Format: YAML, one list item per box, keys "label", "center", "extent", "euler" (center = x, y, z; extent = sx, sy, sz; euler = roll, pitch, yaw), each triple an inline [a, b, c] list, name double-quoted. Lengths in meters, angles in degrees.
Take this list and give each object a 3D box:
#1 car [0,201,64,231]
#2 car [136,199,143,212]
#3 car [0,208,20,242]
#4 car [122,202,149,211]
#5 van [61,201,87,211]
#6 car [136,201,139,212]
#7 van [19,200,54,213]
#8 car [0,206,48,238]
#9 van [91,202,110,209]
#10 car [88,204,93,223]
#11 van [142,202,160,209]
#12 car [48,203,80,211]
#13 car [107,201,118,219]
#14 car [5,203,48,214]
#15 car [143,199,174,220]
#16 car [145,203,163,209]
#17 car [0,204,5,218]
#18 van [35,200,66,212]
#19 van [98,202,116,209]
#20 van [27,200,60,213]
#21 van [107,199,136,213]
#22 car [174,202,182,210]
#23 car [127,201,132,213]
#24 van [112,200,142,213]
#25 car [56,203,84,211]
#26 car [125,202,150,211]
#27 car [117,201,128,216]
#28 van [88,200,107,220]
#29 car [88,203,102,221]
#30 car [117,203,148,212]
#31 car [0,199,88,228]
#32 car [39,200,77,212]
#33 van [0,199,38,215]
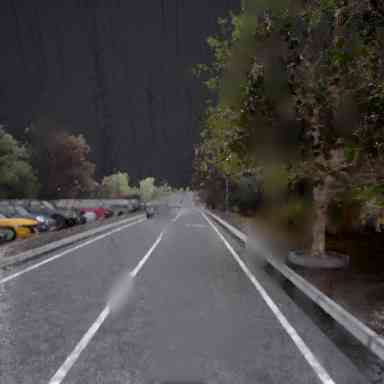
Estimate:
- label: "car"
  center: [-10.397, 1.546, 19.515]
  extent: [4.553, 1.767, 2.185]
  euler: [0, -1, 0]
- label: "car"
  center: [-10.435, 2.109, 50.028]
  extent: [5.566, 2.045, 2.435]
  euler: [0, -2, 0]
- label: "car"
  center: [-10.364, 1.572, 13.965]
  extent: [4.892, 1.521, 2.231]
  euler: [0, -1, 0]
- label: "car"
  center: [-10.390, 2.659, 61.120]
  extent: [4.553, 1.767, 2.185]
  euler: [0, -2, 0]
- label: "van"
  center: [-23.626, 2.772, 66.644]
  extent: [4.442, 1.987, 1.878]
  euler: [0, -2, 0]
- label: "car"
  center: [-10.432, 2.314, 47.269]
  extent: [4.792, 1.488, 2.163]
  euler: [0, -2, 0]
- label: "van"
  center: [-23.370, 2.136, 50.027]
  extent: [4.442, 1.987, 1.878]
  euler: [0, -2, 0]
- label: "car"
  center: [-10.368, 1.617, 16.737]
  extent: [5.008, 1.535, 2.097]
  euler: [0, -1, 0]
- label: "van"
  center: [-23.652, 3.518, 86.146]
  extent: [4.442, 1.987, 1.878]
  euler: [0, -2, 0]
- label: "car"
  center: [-10.403, 1.821, 25.059]
  extent: [4.792, 1.488, 2.163]
  euler: [0, -1, 0]
- label: "van"
  center: [-10.572, 3.515, 86.091]
  extent: [4.442, 1.987, 1.878]
  euler: [0, -2, 0]
- label: "car"
  center: [-23.496, 2.790, 61.224]
  extent: [5.008, 1.535, 2.097]
  euler: [0, -2, 0]
- label: "car"
  center: [-10.390, 1.976, 33.386]
  extent: [5.008, 1.535, 2.097]
  euler: [0, -1, 0]
- label: "car"
  center: [-23.488, 2.288, 47.402]
  extent: [5.008, 1.535, 2.097]
  euler: [0, -1, 0]
- label: "car"
  center: [-3.408, 1.741, 34.679]
  extent: [2.150, 2.045, 5.566]
  euler: [0, -1, 0]
- label: "car"
  center: [-10.494, 3.830, 91.633]
  extent: [4.553, 1.767, 2.185]
  euler: [0, -2, 0]
- label: "car"
  center: [-23.462, 2.043, 36.325]
  extent: [4.892, 1.521, 2.231]
  euler: [0, -1, 0]
- label: "van"
  center: [-23.611, 2.348, 55.571]
  extent: [4.442, 1.987, 1.878]
  euler: [0, -2, 0]
- label: "van"
  center: [-23.434, 3.733, 91.698]
  extent: [4.442, 1.987, 1.878]
  euler: [0, -2, 0]
- label: "van"
  center: [-23.607, 2.247, 52.928]
  extent: [4.442, 1.987, 1.878]
  euler: [0, -2, 0]
- label: "van"
  center: [-10.283, 1.997, 44.493]
  extent: [4.442, 1.987, 1.878]
  euler: [0, -1, 0]
- label: "car"
  center: [-3.421, 3.094, 75.239]
  extent: [2.097, 1.767, 4.553]
  euler: [0, -2, 0]
- label: "car"
  center: [-10.398, 2.201, 41.711]
  extent: [4.674, 1.452, 2.002]
  euler: [0, -1, 0]
- label: "van"
  center: [-10.294, 2.241, 52.802]
  extent: [4.442, 1.987, 1.878]
  euler: [0, -2, 0]
- label: "car"
  center: [-23.503, 2.936, 63.991]
  extent: [4.674, 1.452, 2.002]
  euler: [0, -2, 0]
- label: "car"
  center: [-10.394, 2.765, 63.894]
  extent: [4.553, 1.767, 2.185]
  euler: [0, -2, 0]
- label: "car"
  center: [-10.362, 2.129, 38.935]
  extent: [4.792, 1.488, 2.163]
  euler: [0, -1, 0]
- label: "van"
  center: [-10.497, 1.689, 30.615]
  extent: [4.442, 1.987, 1.878]
  euler: [0, -1, 0]
- label: "car"
  center: [-10.379, 1.893, 27.834]
  extent: [4.674, 1.452, 2.002]
  euler: [0, -1, 0]
- label: "car"
  center: [-10.412, 2.678, 58.341]
  extent: [5.008, 1.535, 2.097]
  euler: [0, -2, 0]
- label: "car"
  center: [-10.341, 1.479, 22.289]
  extent: [5.566, 2.045, 2.435]
  euler: [0, -1, 0]
- label: "car"
  center: [-23.469, 2.428, 58.341]
  extent: [5.566, 2.045, 2.435]
  euler: [0, -2, 0]
- label: "van"
  center: [-23.362, 2.001, 44.637]
  extent: [4.442, 1.987, 1.878]
  euler: [0, -1, 0]
